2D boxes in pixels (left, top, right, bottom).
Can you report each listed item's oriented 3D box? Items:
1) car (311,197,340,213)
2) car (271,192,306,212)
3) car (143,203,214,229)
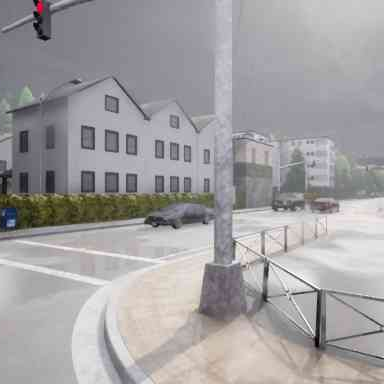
[{"bbox_3d":[13.515,1.289,33.611,1.882,1.535,5.008,0,0,35],"label":"car"},{"bbox_3d":[10.415,1.036,35.571,2.150,2.045,5.566,0,0,36],"label":"car"},{"bbox_3d":[-0.515,1.359,20.212,2.033,1.411,5.357,0,0,35],"label":"car"}]
